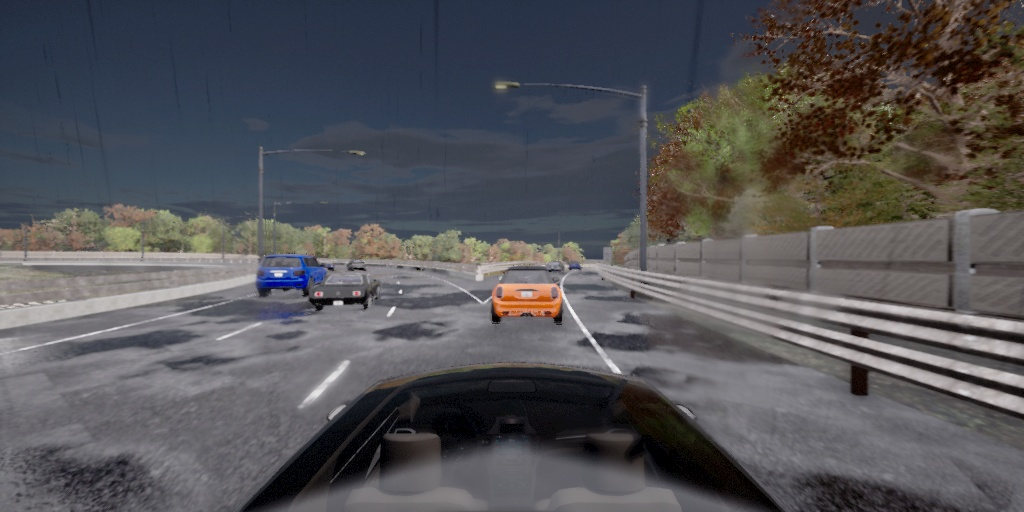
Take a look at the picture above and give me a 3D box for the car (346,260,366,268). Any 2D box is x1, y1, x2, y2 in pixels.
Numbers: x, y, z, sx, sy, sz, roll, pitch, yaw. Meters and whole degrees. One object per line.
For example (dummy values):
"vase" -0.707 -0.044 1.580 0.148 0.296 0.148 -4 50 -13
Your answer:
"car" -20.347 1.201 46.771 2.128 1.511 4.902 0 0 -32

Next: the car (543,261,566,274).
"car" 5.061 1.311 41.992 2.033 1.411 5.357 0 0 13

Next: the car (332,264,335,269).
"car" -24.419 1.301 46.716 1.895 1.301 4.718 0 0 -33

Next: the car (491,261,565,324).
"car" 0.553 1.104 12.229 2.097 1.767 4.553 0 0 4

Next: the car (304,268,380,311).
"car" -6.531 1.338 14.545 1.895 1.301 4.718 0 0 -14

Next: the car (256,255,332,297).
"car" -11.357 0.948 18.863 2.150 2.045 5.566 0 0 -16
